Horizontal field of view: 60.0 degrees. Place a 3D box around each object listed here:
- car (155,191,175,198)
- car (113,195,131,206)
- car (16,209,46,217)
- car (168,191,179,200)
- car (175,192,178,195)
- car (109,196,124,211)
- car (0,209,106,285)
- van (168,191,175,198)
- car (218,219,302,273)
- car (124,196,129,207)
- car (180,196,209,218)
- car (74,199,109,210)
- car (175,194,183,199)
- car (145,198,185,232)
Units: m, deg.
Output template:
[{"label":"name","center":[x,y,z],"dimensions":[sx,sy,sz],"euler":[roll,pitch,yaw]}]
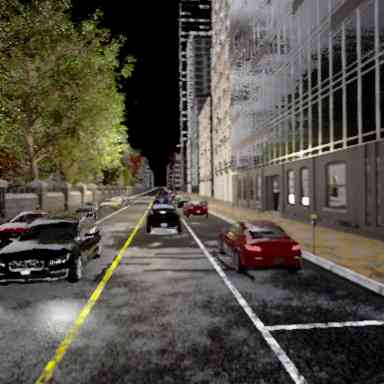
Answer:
[{"label":"car","center":[-3.396,1.055,37.920],"dimensions":[2.097,1.767,4.553],"euler":[-1,1,-5]},{"label":"car","center":[-10.222,1.237,48.831],"dimensions":[2.008,1.369,4.403],"euler":[0,1,-5]},{"label":"car","center":[-7.010,1.510,14.885],"dimensions":[1.887,1.381,4.507],"euler":[0,0,-5]},{"label":"car","center":[-4.018,0.676,72.213],"dimensions":[2.192,1.841,5.009],"euler":[0,1,-5]},{"label":"car","center":[-1.877,1.119,49.592],"dimensions":[2.008,1.369,4.403],"euler":[0,1,-5]},{"label":"car","center":[-9.135,1.310,37.345],"dimensions":[1.752,1.417,4.829],"euler":[0,1,-5]},{"label":"car","center":[-3.812,1.475,9.581],"dimensions":[1.837,1.490,4.892],"euler":[-1,0,-5]},{"label":"van","center":[-5.088,0.591,83.524],"dimensions":[1.690,1.788,3.998],"euler":[0,1,-5]},{"label":"car","center":[1.869,1.472,10.001],"dimensions":[1.802,1.307,4.206],"euler":[0,0,-5]},{"label":"car","center":[-9.686,1.286,43.173],"dimensions":[2.008,1.369,4.403],"euler":[0,1,-5]},{"label":"car","center":[0.264,1.303,26.968],"dimensions":[1.887,1.381,4.507],"euler":[0,1,-5]},{"label":"car","center":[-8.081,1.428,26.201],"dimensions":[2.008,1.369,4.403],"euler":[0,0,-5]},{"label":"car","center":[-0.806,1.231,38.280],"dimensions":[1.947,1.339,4.313],"euler":[0,1,-5]},{"label":"car","center":[-1.622,1.363,19.031],"dimensions":[1.837,1.490,4.892],"euler":[-1,1,-5]}]
